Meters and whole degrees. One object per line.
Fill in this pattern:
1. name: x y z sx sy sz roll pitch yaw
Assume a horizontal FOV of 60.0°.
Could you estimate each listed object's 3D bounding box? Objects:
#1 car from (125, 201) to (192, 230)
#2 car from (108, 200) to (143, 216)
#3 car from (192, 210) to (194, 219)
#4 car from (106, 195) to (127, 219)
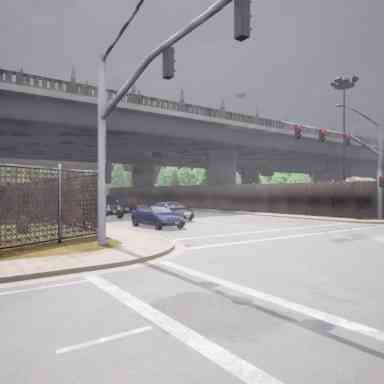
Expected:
1. car: -2.330 1.581 21.677 1.812 1.442 4.674 0 0 -38
2. car: -6.903 1.619 34.068 1.994 1.385 4.181 0 0 -36
3. car: -1.729 1.547 26.817 2.128 1.511 4.902 0 0 -36
4. car: -7.988 1.277 29.557 2.150 2.045 5.566 0 0 -36
